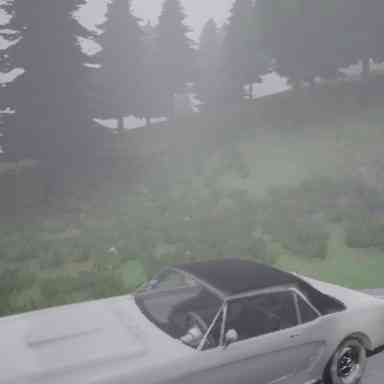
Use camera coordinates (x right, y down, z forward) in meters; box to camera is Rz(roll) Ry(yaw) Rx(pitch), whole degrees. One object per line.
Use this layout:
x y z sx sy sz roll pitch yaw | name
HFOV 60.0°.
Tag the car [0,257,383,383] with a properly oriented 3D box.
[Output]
0.100 1.545 3.755 4.718 1.301 1.895 0 1 -29 | car
